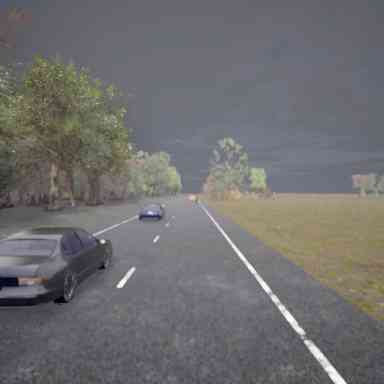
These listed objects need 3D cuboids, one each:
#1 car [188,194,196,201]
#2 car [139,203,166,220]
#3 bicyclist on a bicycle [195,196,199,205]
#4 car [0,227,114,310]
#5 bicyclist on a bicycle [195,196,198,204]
[{"bbox_3d":[0.059,1.502,88.960,2.097,1.767,4.553,0,0,0],"label":"car"},{"bbox_3d":[-3.381,1.654,28.897,1.994,1.385,4.181,0,0,0],"label":"car"},{"bbox_3d":[1.005,1.647,62.228,0.582,1.620,1.656,0,-1,0],"label":"bicyclist on a bicycle"},{"bbox_3d":[-3.394,1.573,8.139,2.033,1.411,5.357,0,0,0],"label":"car"},{"bbox_3d":[1.010,1.675,71.229,0.582,1.620,1.656,0,-1,0],"label":"bicyclist on a bicycle"}]
